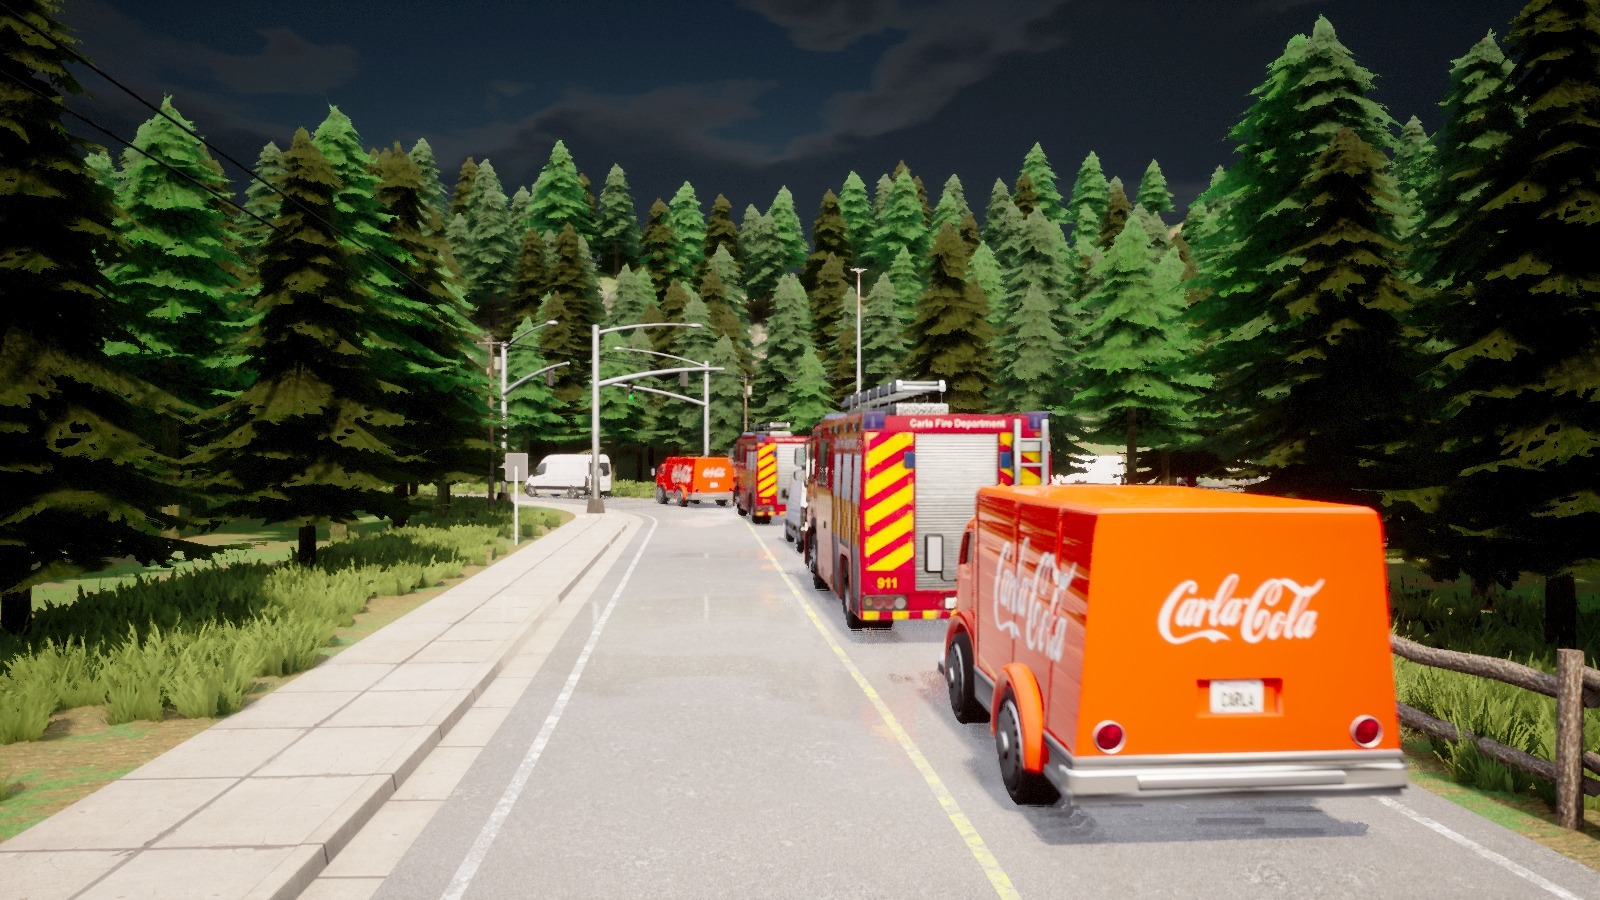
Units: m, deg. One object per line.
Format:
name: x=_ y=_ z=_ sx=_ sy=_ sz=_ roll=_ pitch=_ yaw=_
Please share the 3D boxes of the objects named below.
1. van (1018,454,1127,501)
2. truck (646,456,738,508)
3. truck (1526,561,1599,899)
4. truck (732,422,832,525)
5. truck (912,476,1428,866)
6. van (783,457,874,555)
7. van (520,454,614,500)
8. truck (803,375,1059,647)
van: x=15.337 y=1.534 z=64.700 sx=5.915 sy=2.561 sz=1.988 roll=0 pitch=0 yaw=11
truck: x=-5.511 y=1.557 z=57.893 sx=2.627 sy=2.467 sz=5.204 roll=0 pitch=0 yaw=-31
truck: x=3.488 y=1.528 z=0.647 sx=2.627 sy=2.467 sz=5.204 roll=0 pitch=0 yaw=-4
truck: x=-0.905 y=0.864 z=46.547 sx=2.891 sy=3.827 sz=8.468 roll=0 pitch=0 yaw=-9
truck: x=2.785 y=1.537 z=10.340 sx=2.627 sy=2.467 sz=5.204 roll=0 pitch=0 yaw=-5
van: x=0.713 y=1.508 z=33.276 sx=1.988 sy=2.561 sz=5.915 roll=0 pitch=0 yaw=-5
van: x=-13.644 y=1.508 z=66.584 sx=5.915 sy=2.561 sz=1.988 roll=0 pitch=0 yaw=38
truck: x=1.887 y=0.864 z=20.429 sx=2.891 sy=3.827 sz=8.468 roll=0 pitch=0 yaw=-5
